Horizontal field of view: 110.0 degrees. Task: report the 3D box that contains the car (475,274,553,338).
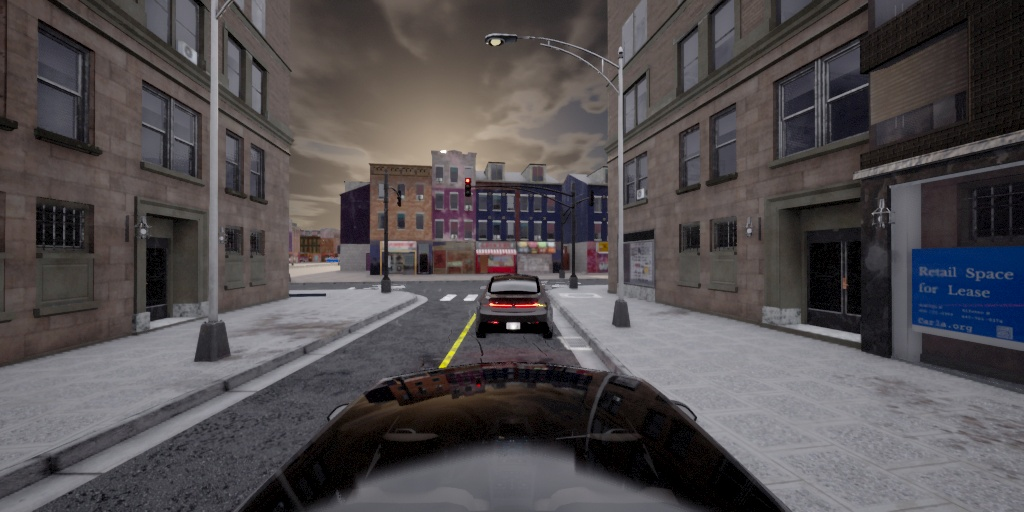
[{"bbox_3d":[0.098,1.255,10.137,1.837,1.490,4.892,0,0,2],"label":"car"}]
